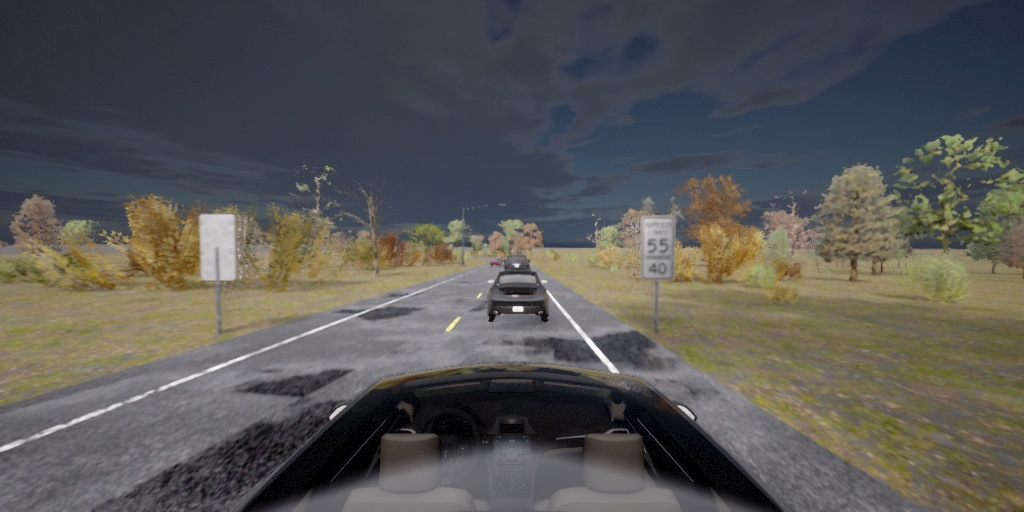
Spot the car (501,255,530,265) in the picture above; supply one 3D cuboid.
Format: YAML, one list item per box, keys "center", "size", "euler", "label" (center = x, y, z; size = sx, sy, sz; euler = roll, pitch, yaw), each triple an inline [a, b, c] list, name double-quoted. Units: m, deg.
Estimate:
- center: [0.413, 0.898, 31.051]
  size: [2.150, 2.045, 5.566]
  euler: [0, 0, 1]
  label: "car"

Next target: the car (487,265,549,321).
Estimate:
- center: [0.192, 1.225, 12.372]
  size: [1.837, 1.490, 4.892]
  euler: [0, 0, 1]
  label: "car"

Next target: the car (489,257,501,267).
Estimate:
- center: [-2.850, 1.222, 61.800]
  size: [1.895, 1.301, 4.718]
  euler: [0, 0, 1]
  label: "car"
